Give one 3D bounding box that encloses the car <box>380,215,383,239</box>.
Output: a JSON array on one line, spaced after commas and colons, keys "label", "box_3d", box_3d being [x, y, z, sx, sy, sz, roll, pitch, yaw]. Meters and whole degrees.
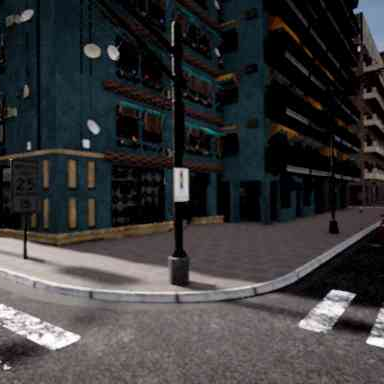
[{"label": "car", "box_3d": [10.301, 1.448, 16.139, 1.887, 1.381, 4.507, 0, 0, 36]}]
